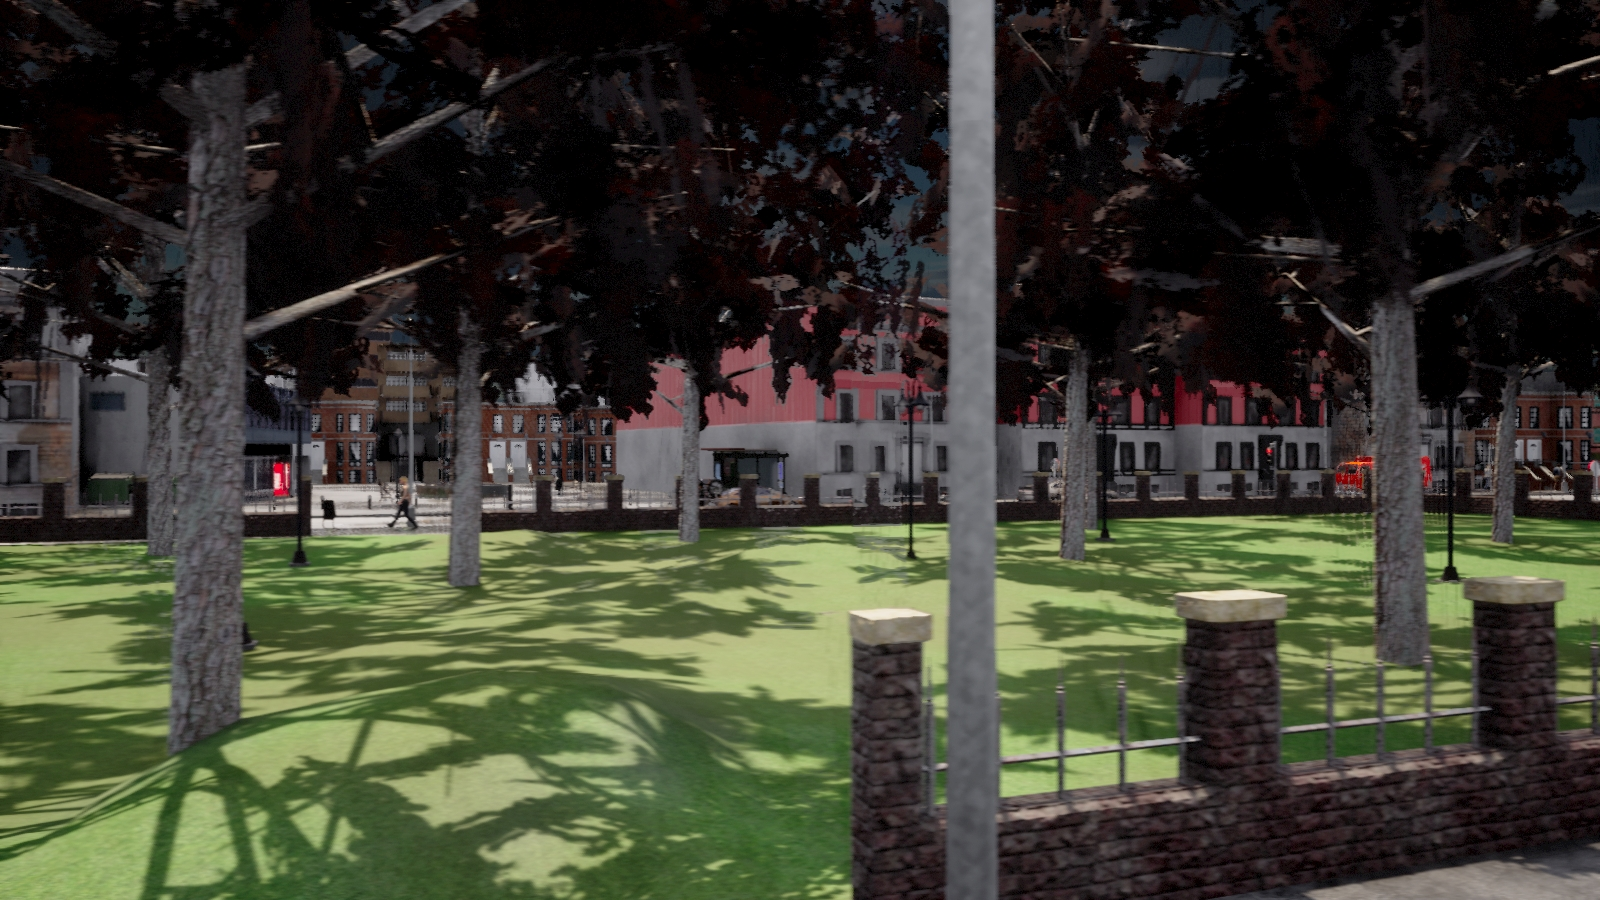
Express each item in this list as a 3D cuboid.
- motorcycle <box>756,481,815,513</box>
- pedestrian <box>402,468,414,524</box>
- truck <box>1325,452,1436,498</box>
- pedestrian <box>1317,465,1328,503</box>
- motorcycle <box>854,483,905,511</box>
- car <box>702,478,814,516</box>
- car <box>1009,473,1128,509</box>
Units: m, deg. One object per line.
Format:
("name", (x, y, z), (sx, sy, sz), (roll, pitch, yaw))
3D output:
("motorcycle", (-0.598, 1.953, 47.547), (2.356, 1.277, 0.764), (0, 0, -20))
("pedestrian", (-13.064, 1.524, 38.066), (0.375, 1.860, 0.375), (0, 0, -17))
("truck", (32.379, 1.355, 63.755), (5.204, 2.467, 2.627), (0, 0, -20))
("pedestrian", (25.232, 1.636, 55.166), (0.375, 1.860, 0.375), (0, 0, 39))
("motorcycle", (3.407, 1.997, 49.010), (2.033, 1.145, 0.803), (0, 0, -20))
("car", (-1.753, 1.913, 47.126), (4.181, 1.385, 1.994), (-1, 0, -20))
("car", (12.255, 1.832, 52.185), (4.902, 1.511, 2.128), (0, 0, -20))
